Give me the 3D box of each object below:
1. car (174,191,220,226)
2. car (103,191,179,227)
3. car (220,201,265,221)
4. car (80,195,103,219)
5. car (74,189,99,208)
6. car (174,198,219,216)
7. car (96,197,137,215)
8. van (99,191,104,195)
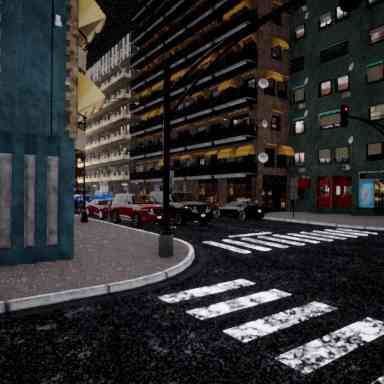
[{"bbox_3d":[-0.977,0.966,21.527,2.150,2.045,5.566,1,0,-36],"label":"car"},{"bbox_3d":[-3.250,1.034,20.278,2.192,1.841,5.009,2,0,-36],"label":"car"},{"bbox_3d":[3.561,1.353,25.150,1.947,1.339,4.313,2,0,-36],"label":"car"},{"bbox_3d":[-6.517,1.183,24.794,1.887,1.381,4.507,2,0,-36],"label":"car"},{"bbox_3d":[-12.951,0.670,38.145,2.150,2.045,5.566,1,0,-35],"label":"car"},{"bbox_3d":[0.300,1.289,29.667,1.802,1.307,4.206,2,0,-36],"label":"car"},{"bbox_3d":[-6.798,1.201,29.591,1.895,1.301,4.718,1,0,-36],"label":"car"},{"bbox_3d":[-12.736,0.726,47.735,1.690,1.788,3.998,2,0,-36],"label":"van"}]
